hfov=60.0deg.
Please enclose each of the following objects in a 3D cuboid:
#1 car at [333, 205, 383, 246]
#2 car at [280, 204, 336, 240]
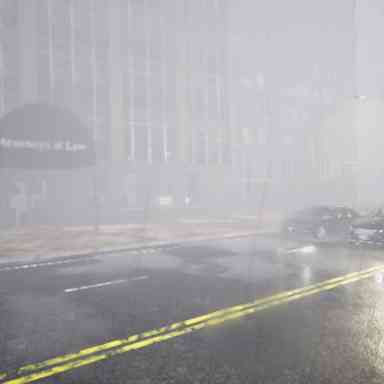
[{"bbox_3d":[8.248,1.361,13.572,4.902,1.511,2.128,-1,0,-36],"label":"car"},{"bbox_3d":[6.368,1.377,16.223,4.892,1.490,1.837,-1,0,-36],"label":"car"}]
